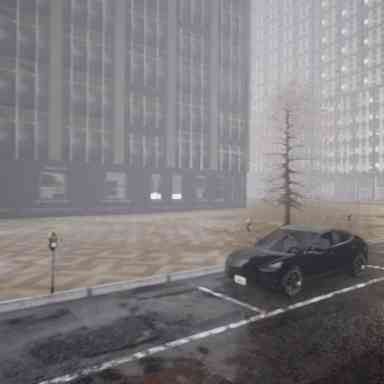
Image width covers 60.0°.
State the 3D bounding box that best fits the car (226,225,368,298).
[{"bbox_3d":[2.840,1.561,8.574,4.313,1.339,1.947,0,1,-35],"label":"car"}]
